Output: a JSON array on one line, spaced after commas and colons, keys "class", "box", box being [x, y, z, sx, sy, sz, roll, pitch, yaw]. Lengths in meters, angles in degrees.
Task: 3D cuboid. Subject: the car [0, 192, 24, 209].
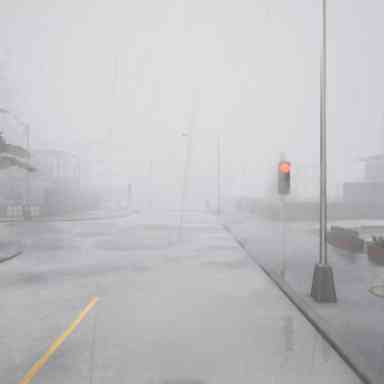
[{"class": "car", "box": [-19.736, 0.982, 34.939, 1.905, 1.878, 3.866, 0, 0, 35]}]
